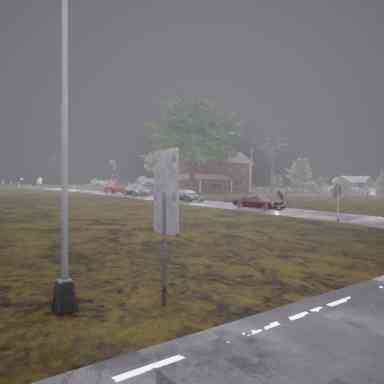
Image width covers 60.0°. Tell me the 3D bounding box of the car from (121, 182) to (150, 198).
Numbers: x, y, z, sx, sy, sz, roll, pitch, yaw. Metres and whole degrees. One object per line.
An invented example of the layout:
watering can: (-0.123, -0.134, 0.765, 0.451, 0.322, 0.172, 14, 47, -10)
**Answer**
car: (-7.762, -0.184, 46.733, 2.097, 1.767, 4.553, 0, 2, -35)

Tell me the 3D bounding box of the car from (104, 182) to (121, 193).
car: (-14.110, -0.818, 60.409, 2.150, 2.045, 5.566, 0, 2, -36)

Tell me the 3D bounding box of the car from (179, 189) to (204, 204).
car: (-0.580, 0.431, 36.691, 1.812, 1.442, 4.674, 0, 2, -36)

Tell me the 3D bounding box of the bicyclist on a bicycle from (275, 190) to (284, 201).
bicyclist on a bicycle: (8.891, 0.664, 33.763, 1.656, 1.620, 0.582, 0, 2, -36)

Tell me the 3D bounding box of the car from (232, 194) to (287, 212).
car: (5.620, 0.898, 28.056, 1.895, 1.301, 4.718, 0, 2, -36)

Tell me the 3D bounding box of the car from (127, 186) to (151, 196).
car: (-8.411, -0.187, 52.569, 1.812, 1.442, 4.674, 0, 2, -35)
